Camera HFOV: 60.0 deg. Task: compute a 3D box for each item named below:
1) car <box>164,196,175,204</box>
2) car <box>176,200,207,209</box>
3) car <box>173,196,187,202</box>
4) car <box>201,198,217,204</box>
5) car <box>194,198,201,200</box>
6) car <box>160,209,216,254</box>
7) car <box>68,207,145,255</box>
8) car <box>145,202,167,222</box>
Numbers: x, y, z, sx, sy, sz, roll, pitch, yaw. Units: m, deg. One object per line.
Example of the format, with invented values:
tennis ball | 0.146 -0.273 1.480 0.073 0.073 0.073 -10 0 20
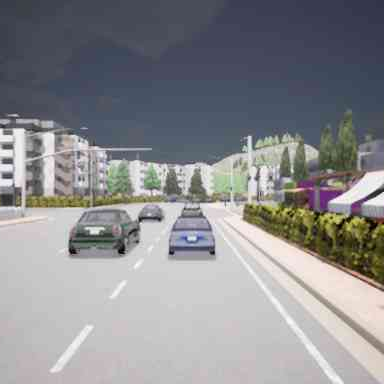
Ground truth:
car | -5.421 2.059 89.964 2.150 2.045 5.566 0 -1 25
car | 0.065 1.765 29.288 2.128 1.511 4.902 0 0 2
car | -2.531 2.411 87.919 1.895 1.301 4.718 0 -1 25
car | 4.815 2.330 86.901 1.812 1.442 4.674 0 -1 31
car | 1.734 2.374 88.559 1.994 1.385 4.181 0 -1 31
car | 0.003 1.678 13.990 2.033 1.411 5.357 0 0 0
car | -3.495 1.482 14.088 2.097 1.767 4.553 0 -1 0
car | -3.491 1.837 29.290 1.994 1.385 4.181 0 0 0
